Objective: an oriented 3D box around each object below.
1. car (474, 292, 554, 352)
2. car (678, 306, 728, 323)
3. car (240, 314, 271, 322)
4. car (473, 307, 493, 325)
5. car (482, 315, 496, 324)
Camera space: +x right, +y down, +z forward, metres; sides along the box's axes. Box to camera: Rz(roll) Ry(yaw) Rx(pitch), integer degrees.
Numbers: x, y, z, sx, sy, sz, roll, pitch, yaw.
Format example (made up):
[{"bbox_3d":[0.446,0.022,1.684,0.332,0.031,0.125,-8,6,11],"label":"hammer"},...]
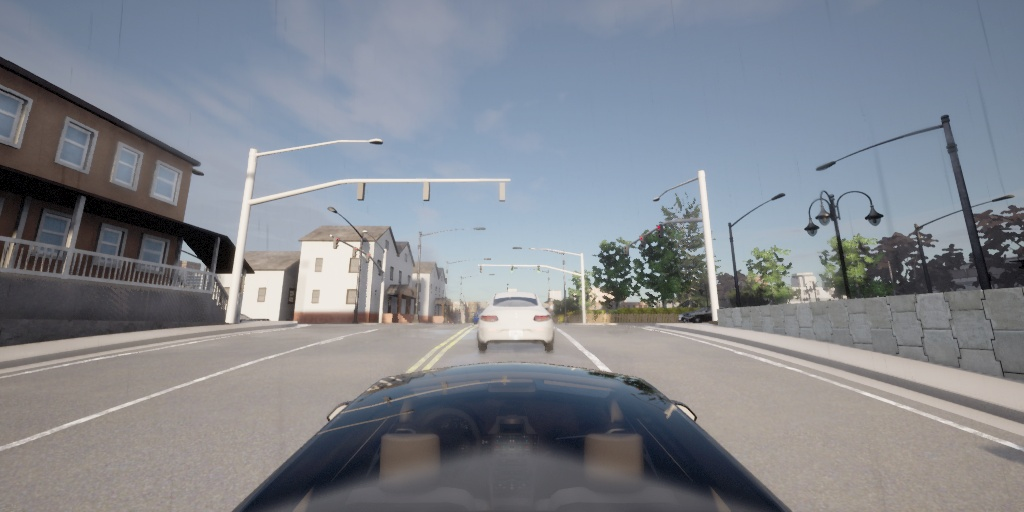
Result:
[{"bbox_3d":[0.088,1.735,10.037,1.812,1.442,4.674,0,-6,0],"label":"car"},{"bbox_3d":[15.997,4.810,28.891,4.902,1.511,2.128,0,-11,1],"label":"car"},{"bbox_3d":[-20.141,5.102,25.550,5.566,2.045,2.150,-9,-10,-1],"label":"car"},{"bbox_3d":[-3.592,7.729,45.877,2.150,2.045,5.566,0,-11,0],"label":"car"},{"bbox_3d":[-3.581,9.940,55.989,1.812,1.442,4.674,0,-11,0],"label":"car"}]
